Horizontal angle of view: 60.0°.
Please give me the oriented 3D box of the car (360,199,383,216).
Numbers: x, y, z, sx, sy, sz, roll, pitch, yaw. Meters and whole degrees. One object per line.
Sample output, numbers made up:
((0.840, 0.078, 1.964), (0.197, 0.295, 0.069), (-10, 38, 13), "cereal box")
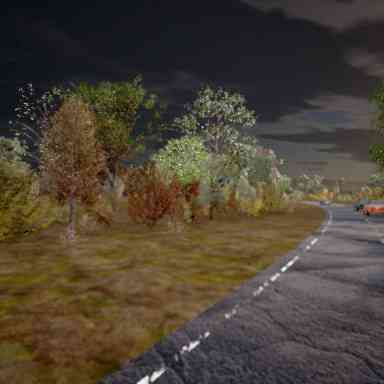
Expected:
((20.410, 1.692, 37.144), (2.097, 1.767, 4.553), (-1, -1, 22), "car")

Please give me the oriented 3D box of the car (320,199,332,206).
((28.709, 2.196, 71.386), (2.128, 1.511, 4.902), (0, -1, 15), "car")

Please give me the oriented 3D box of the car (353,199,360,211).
((24.497, 1.797, 47.701), (2.097, 1.767, 4.553), (-1, -1, 20), "car")
